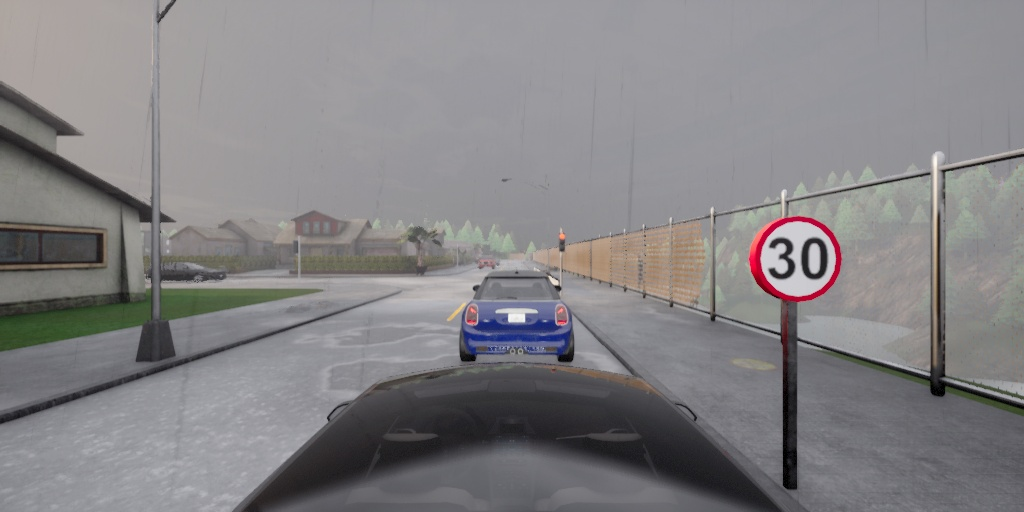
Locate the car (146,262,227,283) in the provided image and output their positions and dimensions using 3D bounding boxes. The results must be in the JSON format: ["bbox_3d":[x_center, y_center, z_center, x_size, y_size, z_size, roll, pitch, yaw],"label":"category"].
[{"bbox_3d":[-24.151,1.208,26.714,5.008,1.535,1.882,0,0,1],"label":"car"}]

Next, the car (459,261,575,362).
[{"bbox_3d":[0.117,1.097,8.357,2.097,1.767,4.553,0,0,1],"label":"car"}]

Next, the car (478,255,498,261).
[{"bbox_3d":[-3.623,0.931,52.533,2.150,2.045,5.566,0,0,1],"label":"car"}]
